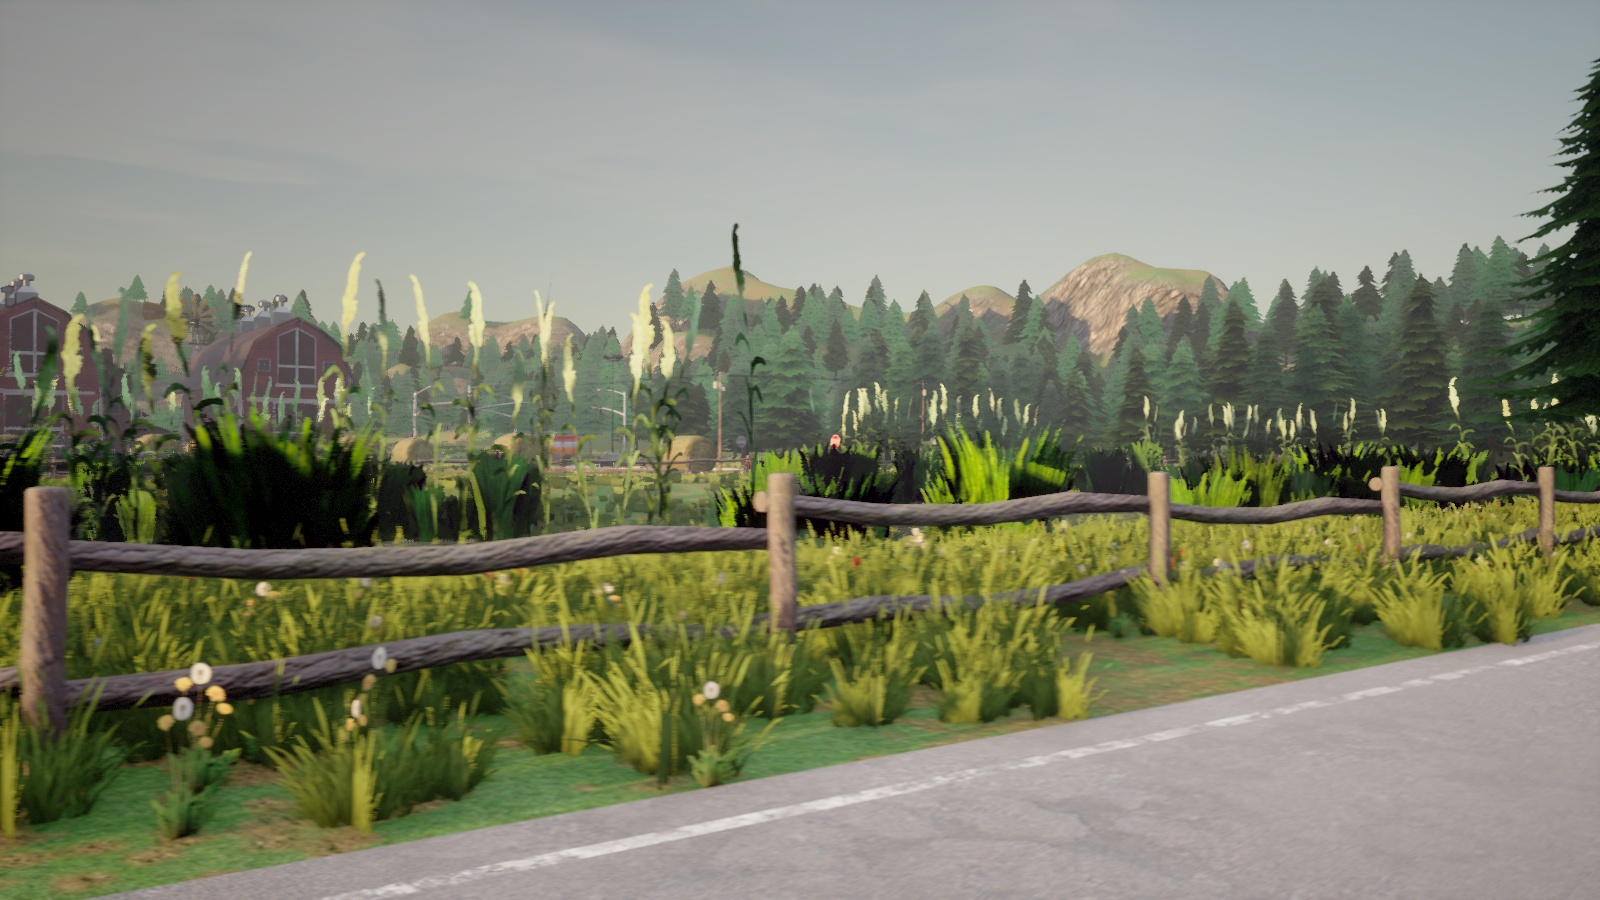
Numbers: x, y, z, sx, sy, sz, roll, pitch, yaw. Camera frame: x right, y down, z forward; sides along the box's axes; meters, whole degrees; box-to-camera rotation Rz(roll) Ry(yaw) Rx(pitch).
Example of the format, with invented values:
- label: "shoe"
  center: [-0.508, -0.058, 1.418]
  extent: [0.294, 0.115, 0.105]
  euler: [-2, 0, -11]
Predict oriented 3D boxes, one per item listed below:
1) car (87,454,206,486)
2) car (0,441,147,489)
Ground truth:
- label: "car"
  center: [-31.618, 0.943, 60.846]
  extent: [4.892, 1.490, 1.837]
  euler: [0, 0, -36]
- label: "car"
  center: [-32.405, 0.646, 55.984]
  extent: [5.566, 2.045, 2.150]
  euler: [0, 0, -36]
